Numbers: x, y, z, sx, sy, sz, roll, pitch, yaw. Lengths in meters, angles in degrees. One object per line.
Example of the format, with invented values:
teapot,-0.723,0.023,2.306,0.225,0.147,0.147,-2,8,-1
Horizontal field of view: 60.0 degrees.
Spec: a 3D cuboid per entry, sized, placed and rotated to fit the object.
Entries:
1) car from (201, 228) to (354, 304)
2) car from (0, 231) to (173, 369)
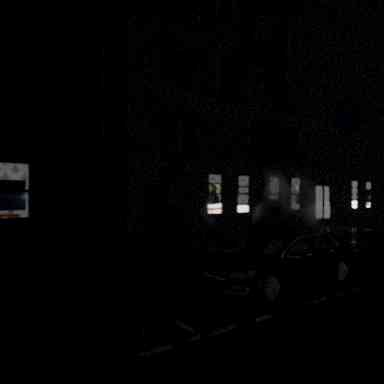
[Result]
car,2.239,1.594,8.158,4.403,1.369,2.008,0,0,-35
car,-2.394,1.446,4.853,4.097,1.590,1.967,0,0,-35
